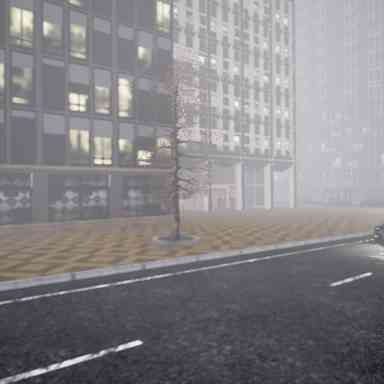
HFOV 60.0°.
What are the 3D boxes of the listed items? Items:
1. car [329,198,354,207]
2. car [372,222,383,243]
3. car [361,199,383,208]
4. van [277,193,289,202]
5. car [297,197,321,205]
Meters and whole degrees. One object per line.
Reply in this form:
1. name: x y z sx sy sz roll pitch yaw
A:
1. car: 23.380 1.646 52.697 1.802 1.307 4.206 0 1 -36
2. car: 10.194 1.650 15.428 4.181 1.385 1.994 0 0 -37
3. car: 26.697 1.674 48.079 1.947 1.339 4.313 0 1 -36
4. van: 20.272 1.176 71.485 1.690 1.788 3.998 0 1 -36
5. car: 20.097 1.587 57.336 1.947 1.339 4.313 0 1 -36
